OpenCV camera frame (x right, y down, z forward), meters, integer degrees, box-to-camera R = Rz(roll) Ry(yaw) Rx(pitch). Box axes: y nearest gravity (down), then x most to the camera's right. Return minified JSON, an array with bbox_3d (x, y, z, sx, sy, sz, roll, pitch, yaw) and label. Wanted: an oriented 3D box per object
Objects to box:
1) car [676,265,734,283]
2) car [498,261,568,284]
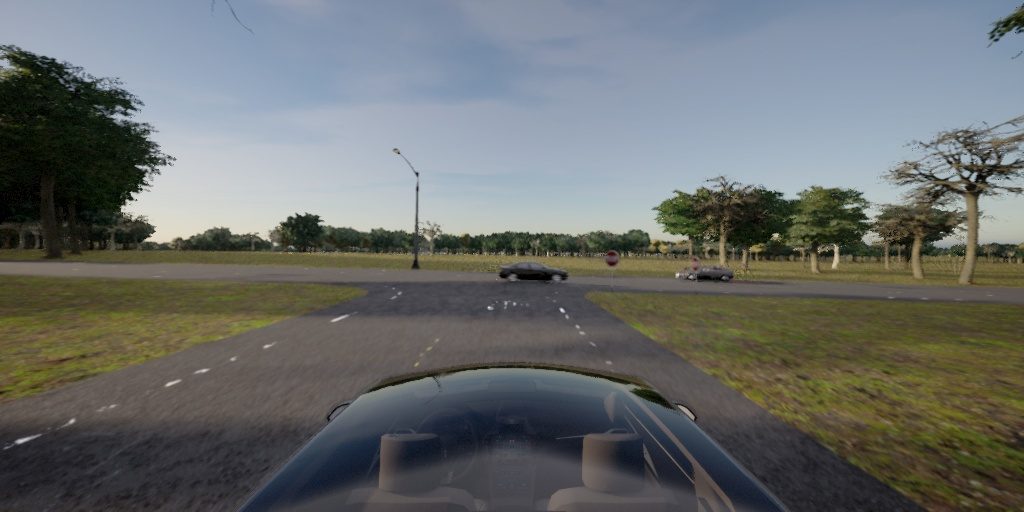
[{"bbox_3d":[17.531,1.608,32.687,4.902,1.511,2.128,1,2,0],"label":"car"},{"bbox_3d":[1.495,1.118,25.764,5.008,1.535,1.882,1,0,0],"label":"car"}]
